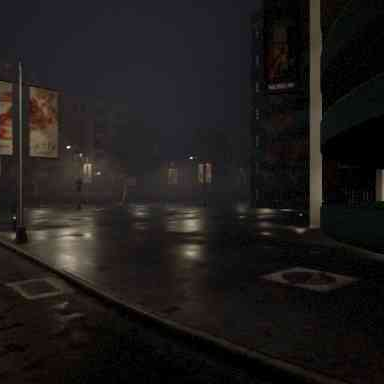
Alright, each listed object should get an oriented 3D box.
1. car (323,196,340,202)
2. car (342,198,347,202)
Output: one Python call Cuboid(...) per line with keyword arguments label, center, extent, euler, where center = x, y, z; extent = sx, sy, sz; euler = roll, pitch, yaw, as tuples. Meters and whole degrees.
Cuboid(label="car", center=(15.615, 1.320, 39.957), extent=(4.674, 1.452, 2.002), euler=(0, 0, -41))
Cuboid(label="car", center=(22.171, 1.413, 51.038), extent=(4.786, 1.482, 2.161), euler=(0, 0, -41))
